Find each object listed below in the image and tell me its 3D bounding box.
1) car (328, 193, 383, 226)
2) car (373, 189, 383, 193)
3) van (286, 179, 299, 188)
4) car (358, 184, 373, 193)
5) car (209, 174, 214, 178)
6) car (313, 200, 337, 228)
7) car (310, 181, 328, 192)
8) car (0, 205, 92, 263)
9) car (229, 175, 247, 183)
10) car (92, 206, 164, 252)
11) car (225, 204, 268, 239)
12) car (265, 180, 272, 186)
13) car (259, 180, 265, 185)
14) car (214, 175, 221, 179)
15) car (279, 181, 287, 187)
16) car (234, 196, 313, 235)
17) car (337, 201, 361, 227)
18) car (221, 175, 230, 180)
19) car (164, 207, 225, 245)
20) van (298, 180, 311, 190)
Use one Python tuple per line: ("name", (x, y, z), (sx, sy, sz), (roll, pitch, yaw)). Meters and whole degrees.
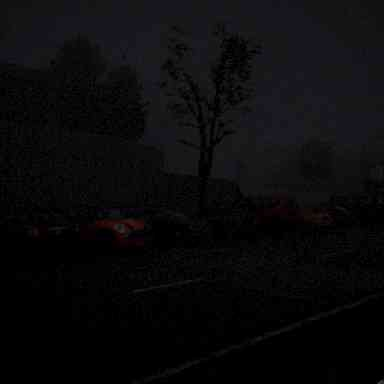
("car", (10.957, 1.282, 24.325), (5.566, 2.045, 2.435), (-1, -1, 35))
("car", (33.322, 0.191, 57.935), (2.002, 1.452, 4.674), (7, 3, 35))
("van", (22.939, -1.708, 72.632), (1.878, 1.987, 4.442), (7, 3, 35))
("car", (31.633, -0.371, 60.409), (2.435, 2.045, 5.566), (7, 3, 35))
("car", (7.320, -4.028, 94.858), (2.185, 1.767, 4.553), (4, 1, 33))
("car", (5.922, 1.517, 20.942), (5.366, 1.575, 1.946), (-1, -1, 35))
("car", (26.425, -0.937, 67.796), (2.231, 1.521, 4.892), (7, 3, 35))
("car", (-6.128, 1.366, 12.118), (4.553, 1.767, 2.185), (-1, 0, 35))
("car", (12.692, -3.119, 87.661), (1.946, 1.575, 5.366), (7, 3, 34))
("car", (-3.732, 1.369, 13.901), (4.553, 1.767, 2.185), (-1, -1, 35))
("car", (1.156, 1.533, 17.371), (4.792, 1.488, 2.163), (-1, -1, 35))
("car", (19.535, -1.987, 77.685), (2.002, 1.452, 4.674), (7, 3, 35))
("car", (17.794, -2.261, 80.148), (2.002, 1.452, 4.674), (7, 3, 35))
("car", (9.049, -3.793, 92.388), (2.185, 1.767, 4.553), (6, 3, 34))
("car", (21.365, -1.756, 75.364), (1.946, 1.575, 5.366), (7, 3, 35))
("car", (3.602, 1.259, 19.115), (5.566, 2.045, 2.435), (-1, -1, 35))
("car", (8.529, 1.565, 22.568), (4.674, 1.452, 2.002), (-1, -1, 35))
("car", (10.842, -3.642, 89.921), (2.435, 2.045, 5.566), (7, 3, 34))
("car", (-1.265, 1.499, 15.625), (4.892, 1.521, 2.231), (-1, -1, 35))
("van", (24.667, -1.435, 70.160), (1.878, 1.987, 4.442), (7, 4, 35))
